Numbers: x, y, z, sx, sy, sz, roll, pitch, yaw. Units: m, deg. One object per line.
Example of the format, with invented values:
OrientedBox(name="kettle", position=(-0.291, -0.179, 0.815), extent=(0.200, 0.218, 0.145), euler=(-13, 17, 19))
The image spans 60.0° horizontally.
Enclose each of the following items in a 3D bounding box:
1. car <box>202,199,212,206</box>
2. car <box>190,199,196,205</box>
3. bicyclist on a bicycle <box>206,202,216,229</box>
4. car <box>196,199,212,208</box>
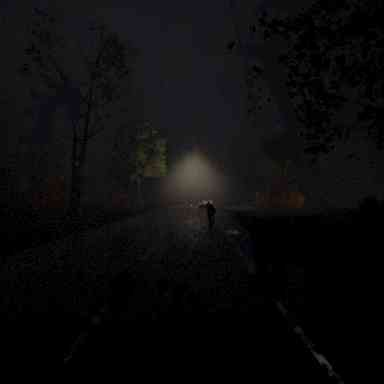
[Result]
OrientedBox(name="car", position=(3.417, 2.293, 73.473), extent=(1.895, 1.301, 4.718), euler=(0, -1, 6))
OrientedBox(name="car", position=(0.547, 2.364, 80.138), extent=(1.895, 1.301, 4.718), euler=(0, -1, 6))
OrientedBox(name="bicyclist on a bicycle", position=(1.270, 1.612, 21.389), extent=(0.582, 1.620, 1.656), euler=(0, -1, 2))
OrientedBox(name="car", position=(2.155, 2.098, 56.744), extent=(1.895, 1.301, 4.718), euler=(0, -1, 4))
